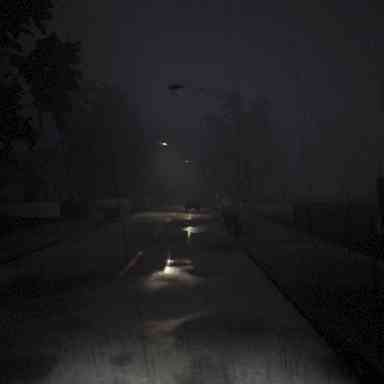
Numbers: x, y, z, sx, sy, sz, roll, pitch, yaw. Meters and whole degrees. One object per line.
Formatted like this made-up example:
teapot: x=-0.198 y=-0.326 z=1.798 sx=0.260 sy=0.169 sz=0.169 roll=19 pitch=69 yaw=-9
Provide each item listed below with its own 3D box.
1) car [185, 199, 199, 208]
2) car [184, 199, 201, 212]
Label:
car: x=-0.004 y=1.780 z=52.844 sx=2.033 sy=1.411 sz=5.357 roll=0 pitch=0 yaw=0
car: x=0.097 y=1.692 z=42.500 sx=1.837 sy=1.490 sz=4.892 roll=0 pitch=0 yaw=0
